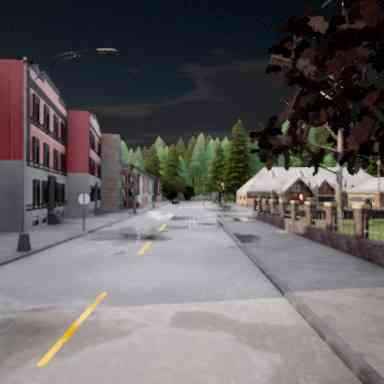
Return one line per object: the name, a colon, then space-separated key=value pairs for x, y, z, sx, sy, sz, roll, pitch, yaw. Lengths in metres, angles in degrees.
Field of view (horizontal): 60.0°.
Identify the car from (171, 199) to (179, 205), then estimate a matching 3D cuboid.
car: x=-3.986 y=2.497 z=79.837 sx=2.033 sy=1.411 sz=5.357 roll=0 pitch=-1 yaw=0
